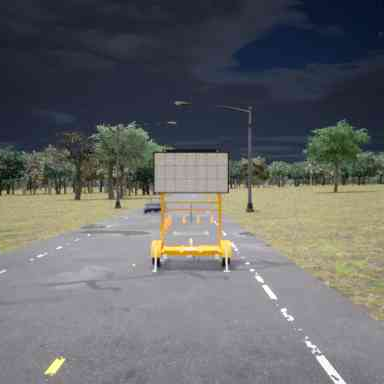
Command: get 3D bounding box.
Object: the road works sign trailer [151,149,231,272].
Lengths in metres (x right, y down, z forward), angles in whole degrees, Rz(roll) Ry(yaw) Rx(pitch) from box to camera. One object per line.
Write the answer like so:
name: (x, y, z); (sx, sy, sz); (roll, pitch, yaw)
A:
road works sign trailer: (-0.027, 0.445, 10.685); (2.380, 3.560, 2.880); (0, 0, 0)

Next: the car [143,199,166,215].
car: (-3.585, 1.420, 32.833); (2.033, 1.411, 5.357); (0, 0, 0)
